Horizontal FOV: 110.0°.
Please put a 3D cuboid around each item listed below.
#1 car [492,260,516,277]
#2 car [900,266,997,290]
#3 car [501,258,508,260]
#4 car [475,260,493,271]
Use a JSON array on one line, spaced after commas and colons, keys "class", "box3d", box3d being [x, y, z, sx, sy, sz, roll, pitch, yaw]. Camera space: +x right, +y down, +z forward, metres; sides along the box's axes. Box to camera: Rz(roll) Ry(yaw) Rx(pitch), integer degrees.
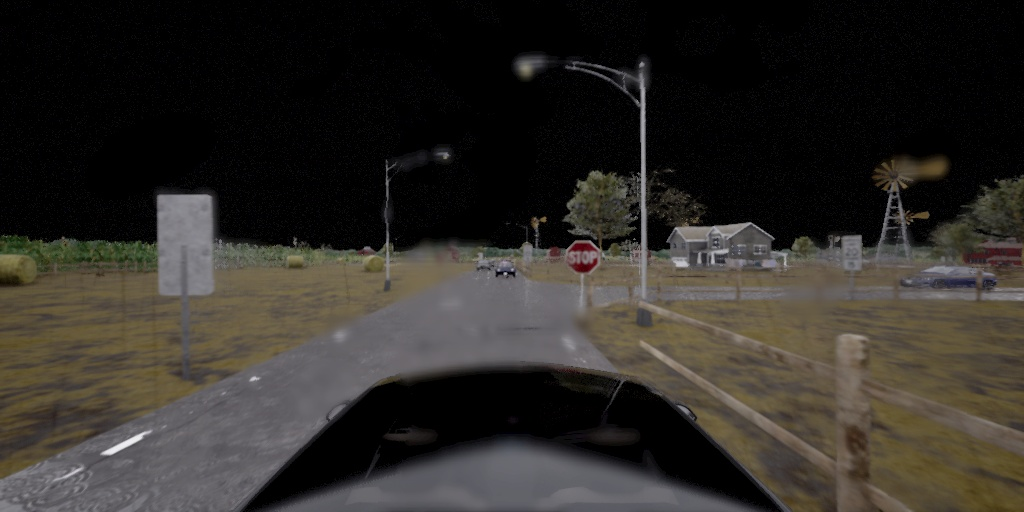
[{"class": "car", "box3d": [-0.607, 1.287, 33.881, 1.895, 1.301, 4.718, 0, 0, -1]}, {"class": "car", "box3d": [26.455, 1.353, 21.785, 4.674, 1.442, 1.812, 0, 1, -1]}, {"class": "car", "box3d": [-0.954, 1.294, 49.930, 2.033, 1.411, 5.357, 0, 0, -1]}, {"class": "car", "box3d": [-3.827, 1.270, 48.910, 1.837, 1.490, 4.892, 0, 0, -1]}]
